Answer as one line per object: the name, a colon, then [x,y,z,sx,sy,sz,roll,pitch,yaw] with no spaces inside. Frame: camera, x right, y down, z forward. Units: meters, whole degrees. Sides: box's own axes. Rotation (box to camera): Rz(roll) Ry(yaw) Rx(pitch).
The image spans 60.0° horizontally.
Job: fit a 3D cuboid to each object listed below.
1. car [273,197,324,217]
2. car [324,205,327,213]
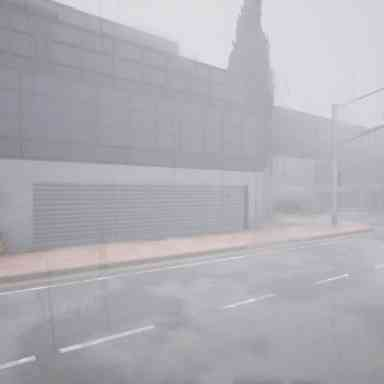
car: [9.277,1.491,31.010,2.128,1.511,4.902,0,0,-37]
car: [11.391,1.353,34.032,2.097,1.767,4.553,0,0,-37]
